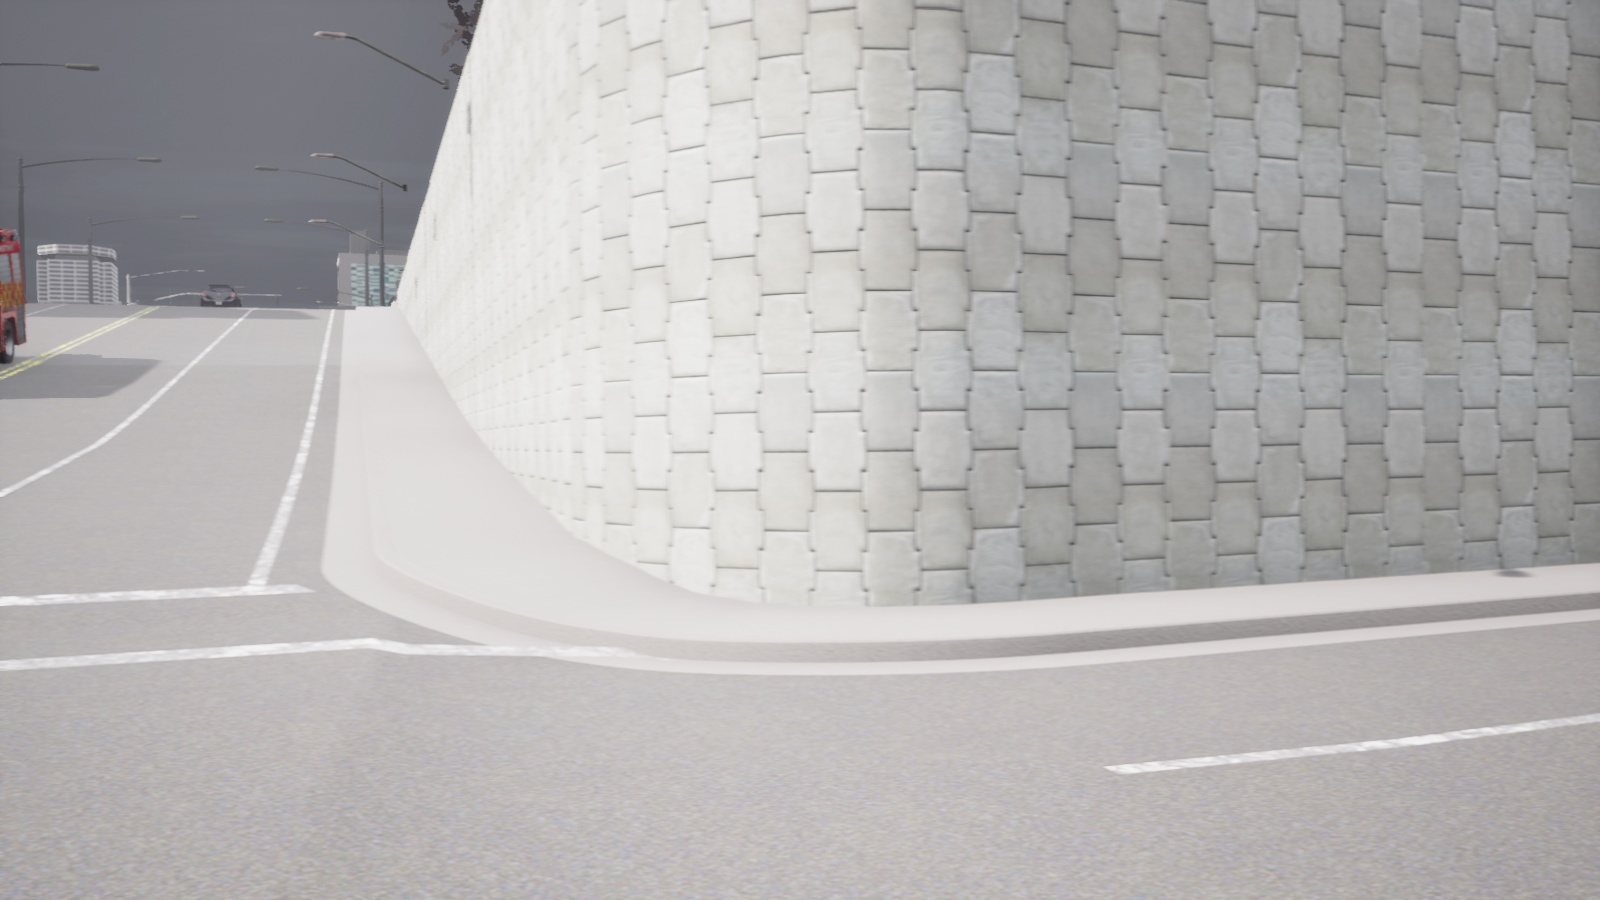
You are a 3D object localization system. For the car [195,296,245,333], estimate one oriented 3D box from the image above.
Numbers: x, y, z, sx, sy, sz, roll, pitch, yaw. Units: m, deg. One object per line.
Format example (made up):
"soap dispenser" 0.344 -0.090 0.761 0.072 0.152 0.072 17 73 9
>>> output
"car" -28.684 -6.682 62.192 1.845 1.501 3.633 -2 1 -20

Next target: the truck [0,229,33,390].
"truck" -20.453 -3.173 28.927 2.891 3.827 8.468 -2 10 -20
